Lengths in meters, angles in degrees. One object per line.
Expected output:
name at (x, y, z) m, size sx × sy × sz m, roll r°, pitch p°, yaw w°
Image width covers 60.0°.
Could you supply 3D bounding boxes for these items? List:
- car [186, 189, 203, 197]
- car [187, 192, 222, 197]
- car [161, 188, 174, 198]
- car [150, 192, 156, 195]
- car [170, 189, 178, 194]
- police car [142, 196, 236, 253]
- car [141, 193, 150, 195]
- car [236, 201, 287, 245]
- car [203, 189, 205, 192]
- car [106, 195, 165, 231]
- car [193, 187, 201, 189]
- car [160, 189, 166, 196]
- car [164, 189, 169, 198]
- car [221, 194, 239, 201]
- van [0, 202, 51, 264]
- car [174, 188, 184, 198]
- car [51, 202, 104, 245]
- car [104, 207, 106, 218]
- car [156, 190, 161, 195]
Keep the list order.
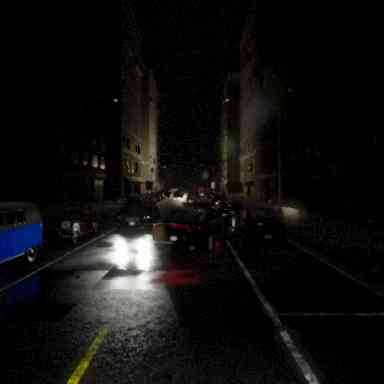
car at (0.185, 0.648, 48.611) m, size 1.994 × 1.385 × 4.181 m, roll 0°, pitch 1°, yaw 0°
car at (0.803, 1.032, 22.562) m, size 1.801 × 1.575 × 5.366 m, roll 0°, pitch 1°, yaw 2°
car at (-5.153, 0.131, 62.559) m, size 2.192 × 1.841 × 5.009 m, roll 0°, pitch 1°, yaw 0°
car at (-5.255, 0.863, 35.334) m, size 1.752 × 1.417 × 4.829 m, roll 0°, pitch 1°, yaw 0°
car at (-5.033, -0.258, 94.475) m, size 1.887 × 1.381 × 4.507 m, roll 0°, pitch 1°, yaw 0°
police car at (0.189, 1.184, 12.787) m, size 1.930 × 1.638 × 5.238 m, roll 0°, pitch 1°, yaw 17°
car at (-5.275, 1.002, 30.093) m, size 1.947 × 1.339 × 4.313 m, roll 0°, pitch 1°, yaw 0°
car at (2.689, 1.290, 13.819) m, size 2.008 × 1.369 × 4.403 m, roll 0°, pitch 1°, yaw 0°
car at (2.832, 0.547, 51.871) m, size 1.752 × 1.417 × 4.829 m, roll 0°, pitch 1°, yaw 0°
car at (-2.782, 1.155, 17.902) m, size 2.128 × 1.511 × 4.902 m, roll 0°, pitch 1°, yaw 0°
car at (0.236, 0.286, 62.892) m, size 1.882 × 1.535 × 5.008 m, roll 0°, pitch 1°, yaw 0°
car at (-5.214, 0.680, 46.328) m, size 2.008 × 1.369 × 4.403 m, roll 0°, pitch 1°, yaw 0°
car at (-5.193, 0.576, 51.740) m, size 2.008 × 1.369 × 4.403 m, roll 0°, pitch 1°, yaw 0°
car at (2.730, 1.087, 24.642) m, size 2.008 × 1.369 × 4.403 m, roll 0°, pitch 1°, yaw 0°
van at (-5.357, 1.182, 8.443) m, size 1.690 × 1.788 × 3.998 m, roll 0°, pitch 1°, yaw 0°
car at (-2.514, 0.386, 62.954) m, size 2.033 × 1.411 × 5.357 m, roll 0°, pitch 1°, yaw 0°
car at (-5.336, 1.180, 13.856) m, size 1.967 × 1.590 × 4.097 m, roll 0°, pitch 1°, yaw 0°
car at (-5.296, 1.066, 24.511) m, size 1.752 × 1.417 × 4.829 m, roll 0°, pitch 1°, yaw 0°
car at (-5.234, 0.815, 40.917) m, size 1.802 × 1.307 × 4.206 m, roll 0°, pitch 1°, yaw 0°
